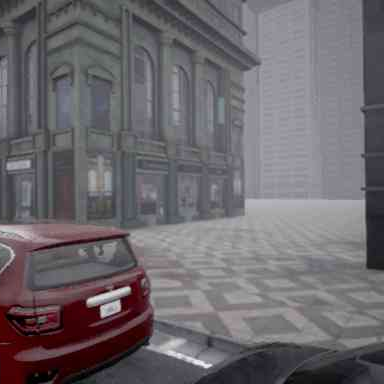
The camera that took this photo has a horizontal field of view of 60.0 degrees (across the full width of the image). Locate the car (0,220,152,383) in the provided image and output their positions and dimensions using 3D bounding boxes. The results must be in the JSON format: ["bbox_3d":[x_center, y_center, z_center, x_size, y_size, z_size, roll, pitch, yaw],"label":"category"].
[{"bbox_3d":[-2.823,1.364,4.979,5.009,1.841,2.192,-1,-1,35],"label":"car"}]

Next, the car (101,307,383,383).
[{"bbox_3d":[1.740,1.561,1.726,4.313,1.339,1.947,-1,-1,35],"label":"car"}]
